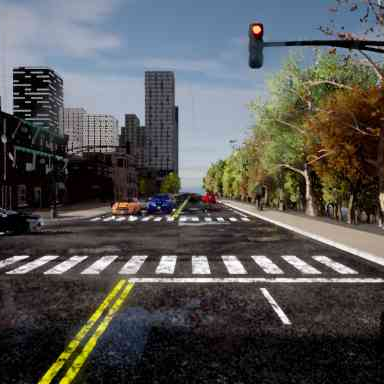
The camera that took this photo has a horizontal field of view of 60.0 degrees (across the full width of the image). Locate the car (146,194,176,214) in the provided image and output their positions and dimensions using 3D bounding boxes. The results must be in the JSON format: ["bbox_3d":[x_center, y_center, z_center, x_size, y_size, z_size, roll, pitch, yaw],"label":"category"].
[{"bbox_3d":[-3.269,1.210,35.866,2.150,2.045,5.566,0,0,0],"label":"car"}]

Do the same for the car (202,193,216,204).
[{"bbox_3d":[3.474,1.196,65.326,2.150,2.045,5.566,0,0,1],"label":"car"}]

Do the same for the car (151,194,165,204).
[{"bbox_3d":[-6.432,1.328,62.762,2.097,1.767,4.553,0,0,1],"label":"car"}]

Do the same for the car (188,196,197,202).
[{"bbox_3d":[0.148,1.565,75.633,1.895,1.301,4.718,0,0,0],"label":"car"}]

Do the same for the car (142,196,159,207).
[{"bbox_3d":[-6.483,1.473,52.707,2.128,1.511,4.902,0,0,0],"label":"car"}]

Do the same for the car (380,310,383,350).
[{"bbox_3d":[3.356,1.491,2.379,2.128,1.511,4.902,0,0,0],"label":"car"}]

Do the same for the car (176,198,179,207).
[{"bbox_3d":[-3.241,1.336,45.558,2.097,1.767,4.553,0,0,0],"label":"car"}]

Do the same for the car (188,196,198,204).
[{"bbox_3d":[0.223,1.454,63.522,1.882,1.535,5.008,0,0,0],"label":"car"}]

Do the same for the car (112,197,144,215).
[{"bbox_3d":[-6.557,1.342,33.717,2.097,1.767,4.553,0,0,1],"label":"car"}]

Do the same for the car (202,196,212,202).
[{"bbox_3d":[3.400,1.522,75.910,1.994,1.385,4.181,0,0,0],"label":"car"}]

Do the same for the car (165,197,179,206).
[{"bbox_3d":[-3.228,1.581,54.899,1.895,1.301,4.718,0,0,0],"label":"car"}]

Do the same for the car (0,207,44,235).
[{"bbox_3d":[-10.631,1.551,17.869,4.902,1.511,2.128,-2,0,-7],"label":"car"}]

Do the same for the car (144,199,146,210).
[{"bbox_3d":[-6.501,1.586,42.703,1.895,1.301,4.718,0,0,0],"label":"car"}]
